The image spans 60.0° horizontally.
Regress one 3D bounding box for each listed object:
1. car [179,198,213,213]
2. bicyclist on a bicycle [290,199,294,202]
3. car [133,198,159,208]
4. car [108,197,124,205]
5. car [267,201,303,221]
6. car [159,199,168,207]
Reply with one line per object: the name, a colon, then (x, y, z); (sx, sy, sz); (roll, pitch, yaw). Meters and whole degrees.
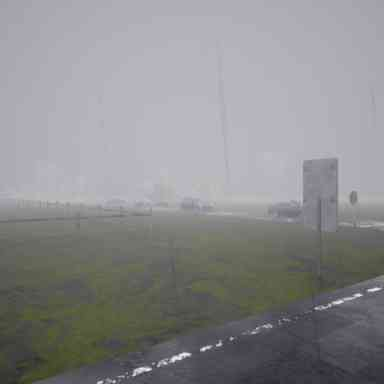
car: (0.437, 1.436, 38.699); (2.097, 1.767, 4.553); (0, 0, -35)
bicyclist on a bicycle: (10.493, 1.511, 34.797); (1.656, 1.620, 0.582); (0, 0, -35)
car: (-7.144, 1.651, 49.505); (1.812, 1.442, 4.674); (0, 0, -35)
car: (-15.179, 1.741, 65.947); (2.033, 1.411, 5.357); (0, 0, -35)
car: (8.443, 1.536, 27.344); (2.128, 1.511, 4.902); (0, 0, -35)
car: (-5.702, 1.729, 52.513); (1.895, 1.301, 4.718); (0, 0, -35)
